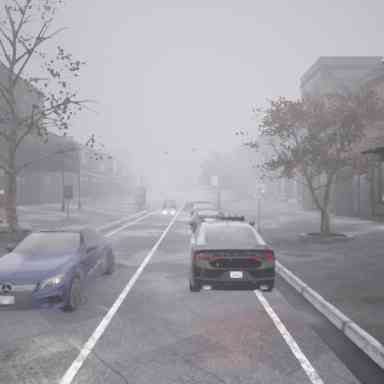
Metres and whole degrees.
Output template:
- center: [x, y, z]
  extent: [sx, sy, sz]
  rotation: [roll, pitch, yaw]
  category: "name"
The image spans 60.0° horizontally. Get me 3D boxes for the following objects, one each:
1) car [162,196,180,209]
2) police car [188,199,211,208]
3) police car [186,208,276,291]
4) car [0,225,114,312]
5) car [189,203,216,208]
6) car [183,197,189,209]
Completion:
- center: [-3.190, 1.686, 47.638]
  extent: [2.128, 1.511, 4.902]
  rotation: [0, 0, 0]
  category: "car"
- center: [0.851, 1.531, 25.232]
  extent: [1.930, 1.638, 5.238]
  rotation: [0, 0, 0]
  category: "police car"
- center: [0.882, 1.460, 9.232]
  extent: [1.930, 1.638, 5.238]
  rotation: [0, 0, 0]
  category: "police car"
- center: [-3.115, 1.554, 7.886]
  extent: [1.812, 1.442, 4.674]
  rotation: [0, 0, 0]
  category: "car"
- center: [0.863, 1.605, 19.122]
  extent: [1.812, 1.442, 4.674]
  rotation: [0, 0, 0]
  category: "car"
- center: [-0.070, 1.720, 47.752]
  extent: [1.812, 1.442, 4.674]
  rotation: [0, 0, 0]
  category: "car"
